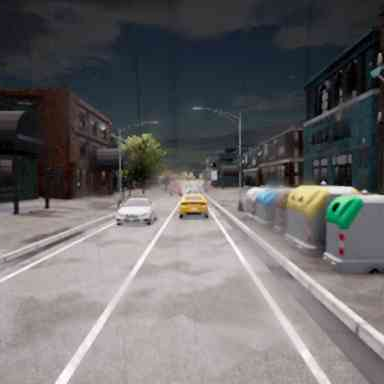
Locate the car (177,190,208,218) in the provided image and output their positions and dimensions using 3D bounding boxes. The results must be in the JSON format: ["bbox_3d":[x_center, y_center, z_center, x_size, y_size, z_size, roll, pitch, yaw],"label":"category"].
[{"bbox_3d":[0.119,0.881,23.468,1.882,1.535,5.008,0,1,0],"label":"car"}]

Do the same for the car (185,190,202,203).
[{"bbox_3d":[0.134,0.537,41.907,1.994,1.385,4.181,0,1,0],"label":"car"}]

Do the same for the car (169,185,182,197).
[{"bbox_3d":[-2.977,-0.216,61.273,2.150,2.045,5.566,0,1,1],"label":"car"}]

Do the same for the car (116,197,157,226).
[{"bbox_3d":[-3.083,1.054,19.223,1.812,1.442,4.674,0,1,0],"label":"car"}]
